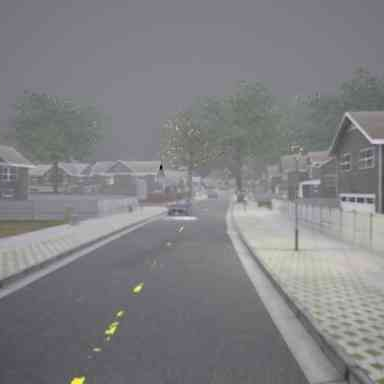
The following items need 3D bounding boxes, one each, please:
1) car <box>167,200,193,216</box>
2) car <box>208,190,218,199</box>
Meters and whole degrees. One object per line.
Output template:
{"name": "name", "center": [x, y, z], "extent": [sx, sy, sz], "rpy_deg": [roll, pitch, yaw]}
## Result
{"name": "car", "center": [-0.976, 1.426, 31.042], "extent": [2.033, 1.411, 5.357], "rpy_deg": [0, 0, 7]}
{"name": "car", "center": [4.989, 0.615, 79.256], "extent": [2.150, 2.045, 5.566], "rpy_deg": [0, 1, 7]}
